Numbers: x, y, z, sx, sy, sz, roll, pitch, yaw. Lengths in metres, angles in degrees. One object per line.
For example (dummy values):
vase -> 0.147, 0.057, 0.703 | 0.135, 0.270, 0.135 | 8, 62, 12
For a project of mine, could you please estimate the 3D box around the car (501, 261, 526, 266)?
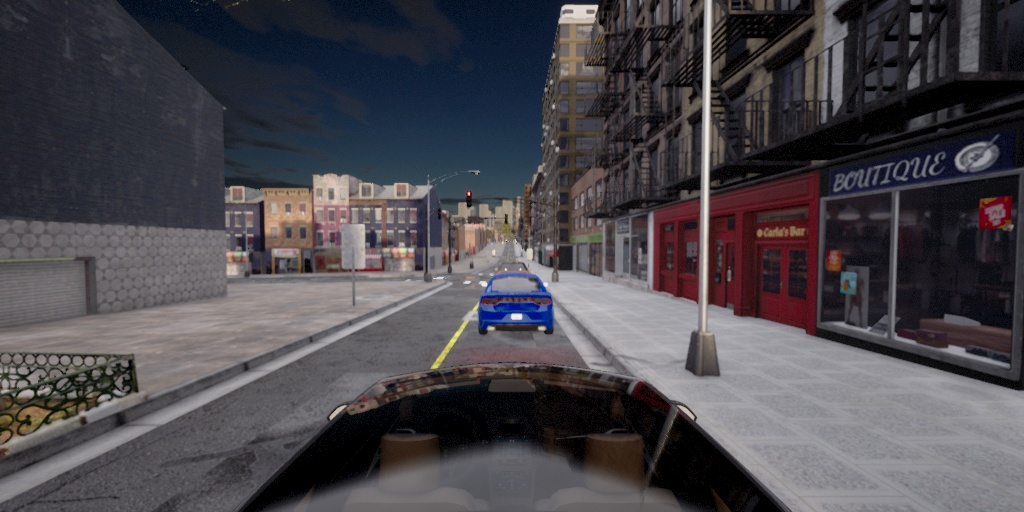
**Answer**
car -> 0.060, 1.083, 20.542 | 2.097, 1.767, 4.553 | 0, 0, 0

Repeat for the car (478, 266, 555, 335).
car -> 0.090, 1.216, 10.549 | 1.882, 1.535, 5.008 | 0, 0, 0
